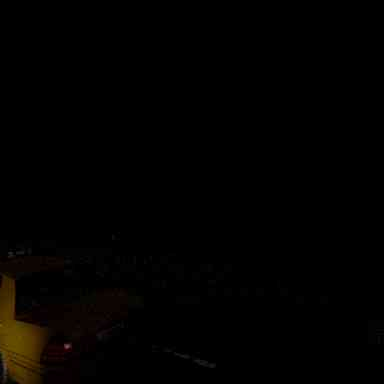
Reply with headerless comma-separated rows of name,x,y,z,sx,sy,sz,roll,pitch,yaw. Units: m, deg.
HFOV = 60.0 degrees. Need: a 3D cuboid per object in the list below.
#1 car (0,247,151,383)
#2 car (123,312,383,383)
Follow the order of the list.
car,-2.741,1.524,5.040,4.829,1.417,1.752,0,1,35
car,1.948,1.551,1.702,4.403,1.369,2.008,0,1,35
